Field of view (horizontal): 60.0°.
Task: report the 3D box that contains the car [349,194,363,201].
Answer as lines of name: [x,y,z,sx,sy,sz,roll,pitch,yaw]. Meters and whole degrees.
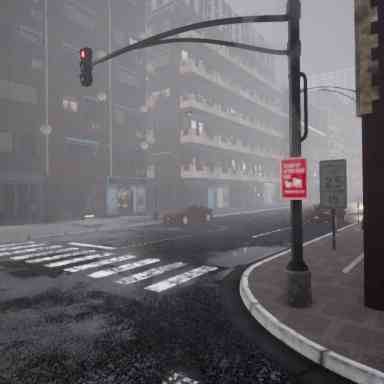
car: [35.416,1.292,72.296,1.802,1.307,4.206,-1,0,36]

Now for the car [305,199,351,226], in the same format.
car: [8.672,1.371,21.452,1.887,1.381,4.507,-1,0,36]

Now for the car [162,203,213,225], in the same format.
car: [-0.255,1.514,23.839,1.887,1.381,4.507,-1,0,36]

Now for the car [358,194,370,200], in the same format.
car: [42.134,1.230,81.462,1.947,1.339,4.313,-1,0,36]
